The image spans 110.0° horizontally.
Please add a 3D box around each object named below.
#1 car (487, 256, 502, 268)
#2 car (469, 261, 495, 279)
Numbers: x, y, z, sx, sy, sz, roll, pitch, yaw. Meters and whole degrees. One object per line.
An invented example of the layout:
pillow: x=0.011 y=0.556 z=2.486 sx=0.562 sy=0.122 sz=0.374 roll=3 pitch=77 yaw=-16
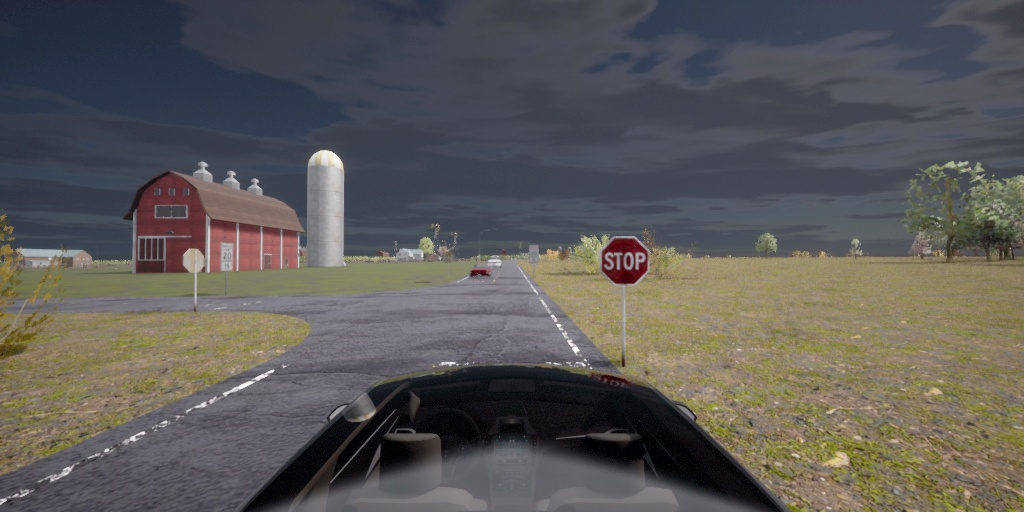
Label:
car: x=-2.895 y=1.037 z=60.220 sx=2.150 sy=2.045 sz=5.566 roll=0 pitch=0 yaw=0
car: x=-2.828 y=1.368 z=33.205 sx=1.895 sy=1.301 sz=4.718 roll=0 pitch=0 yaw=0
